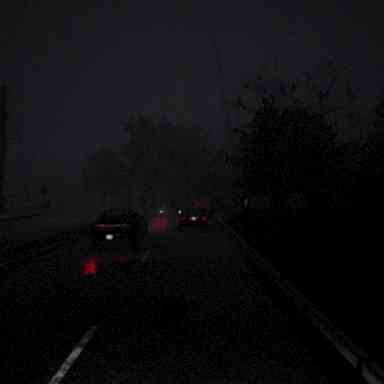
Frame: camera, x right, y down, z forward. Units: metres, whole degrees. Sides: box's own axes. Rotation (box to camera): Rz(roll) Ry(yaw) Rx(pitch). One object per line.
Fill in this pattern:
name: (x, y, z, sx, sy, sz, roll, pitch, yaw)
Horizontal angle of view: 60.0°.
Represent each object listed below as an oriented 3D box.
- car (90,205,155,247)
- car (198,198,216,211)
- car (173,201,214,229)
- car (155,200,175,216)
car: (-3.143, 1.495, 15.037, 2.128, 1.511, 4.902, 0, 0, 0)
car: (1.606, 1.460, 37.468, 1.882, 1.535, 5.008, -1, 0, 10)
car: (0.114, 1.553, 21.387, 2.033, 1.411, 5.357, 0, 0, 1)
car: (-2.509, 1.522, 32.361, 1.837, 1.490, 4.892, -1, 0, 6)
